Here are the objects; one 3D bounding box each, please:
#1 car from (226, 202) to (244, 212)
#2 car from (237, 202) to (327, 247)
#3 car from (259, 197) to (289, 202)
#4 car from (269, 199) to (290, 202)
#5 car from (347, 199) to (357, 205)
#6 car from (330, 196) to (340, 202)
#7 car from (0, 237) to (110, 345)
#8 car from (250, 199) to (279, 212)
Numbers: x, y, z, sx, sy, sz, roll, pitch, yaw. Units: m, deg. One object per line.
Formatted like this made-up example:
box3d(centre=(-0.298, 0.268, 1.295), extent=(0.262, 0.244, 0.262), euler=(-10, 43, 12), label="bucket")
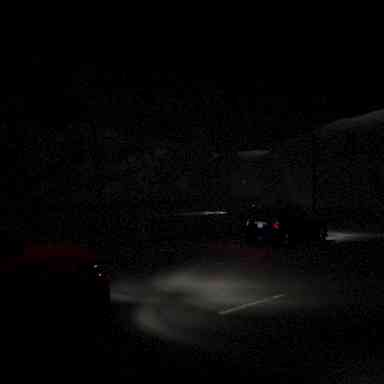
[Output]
box3d(centre=(6.773, 2.147, 48.201), extent=(1.994, 1.385, 4.181), euler=(-1, -1, 41), label="car")
box3d(centre=(4.662, 1.532, 16.236), extent=(4.553, 1.767, 2.097), euler=(0, -1, -40), label="car")
box3d(centre=(10.527, 1.690, 41.815), extent=(2.150, 2.045, 5.566), euler=(-1, -1, 42), label="car")
box3d(centre=(10.909, 1.880, 37.059), extent=(1.882, 1.535, 5.008), euler=(-1, -1, 43), label="car")
box3d(centre=(34.262, 2.166, 71.102), extent=(2.033, 1.411, 5.357), euler=(-1, -1, 26), label="car")
box3d(centre=(33.099, 1.713, 76.926), extent=(2.097, 1.767, 4.553), euler=(-1, -1, 24), label="car")
box3d(centre=(-4.097, 1.326, 4.912), extent=(5.566, 2.045, 2.150), euler=(0, 0, -36), label="car")
box3d(centre=(10.331, 1.890, 46.990), extent=(2.097, 1.767, 4.553), euler=(-1, -1, 40), label="car")
